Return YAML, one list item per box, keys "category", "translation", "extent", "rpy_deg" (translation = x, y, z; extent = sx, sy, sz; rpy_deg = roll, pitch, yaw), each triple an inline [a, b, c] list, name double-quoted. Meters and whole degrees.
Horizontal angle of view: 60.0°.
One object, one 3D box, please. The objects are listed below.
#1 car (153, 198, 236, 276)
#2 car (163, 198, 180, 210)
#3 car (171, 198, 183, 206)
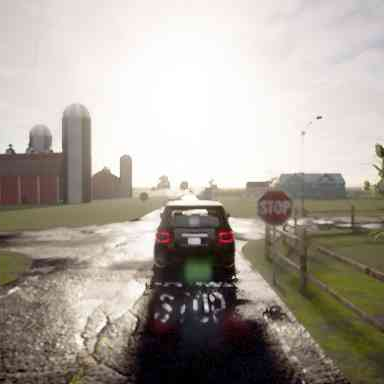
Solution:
- category: "car"
  translation: [0.074, 1.261, 10.632]
  extent: [2.150, 2.045, 5.566]
  rpy_deg: [0, 0, 0]
- category: "car"
  translation: [-2.837, 1.658, 47.066]
  extent: [2.128, 1.511, 4.902]
  rpy_deg: [0, 0, 0]
- category: "car"
  translation: [-2.797, 1.783, 61.838]
  extent: [1.994, 1.385, 4.181]
  rpy_deg: [0, 0, 1]
